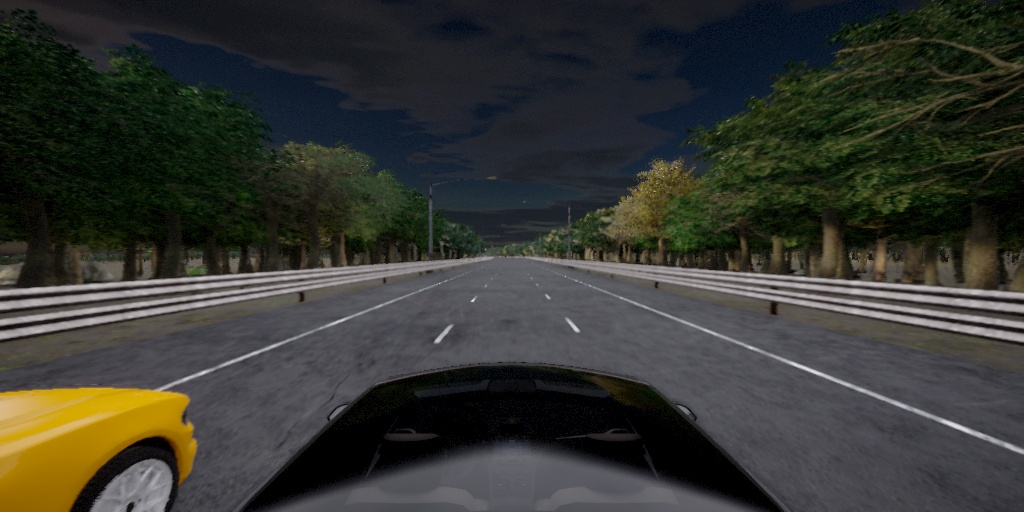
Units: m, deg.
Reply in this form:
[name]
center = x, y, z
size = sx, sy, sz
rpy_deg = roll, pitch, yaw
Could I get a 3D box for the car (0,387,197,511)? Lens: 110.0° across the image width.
[car]
center = -3.385, 1.217, 0.716
size = 1.882, 1.535, 5.008
rpy_deg = 0, 0, 0
